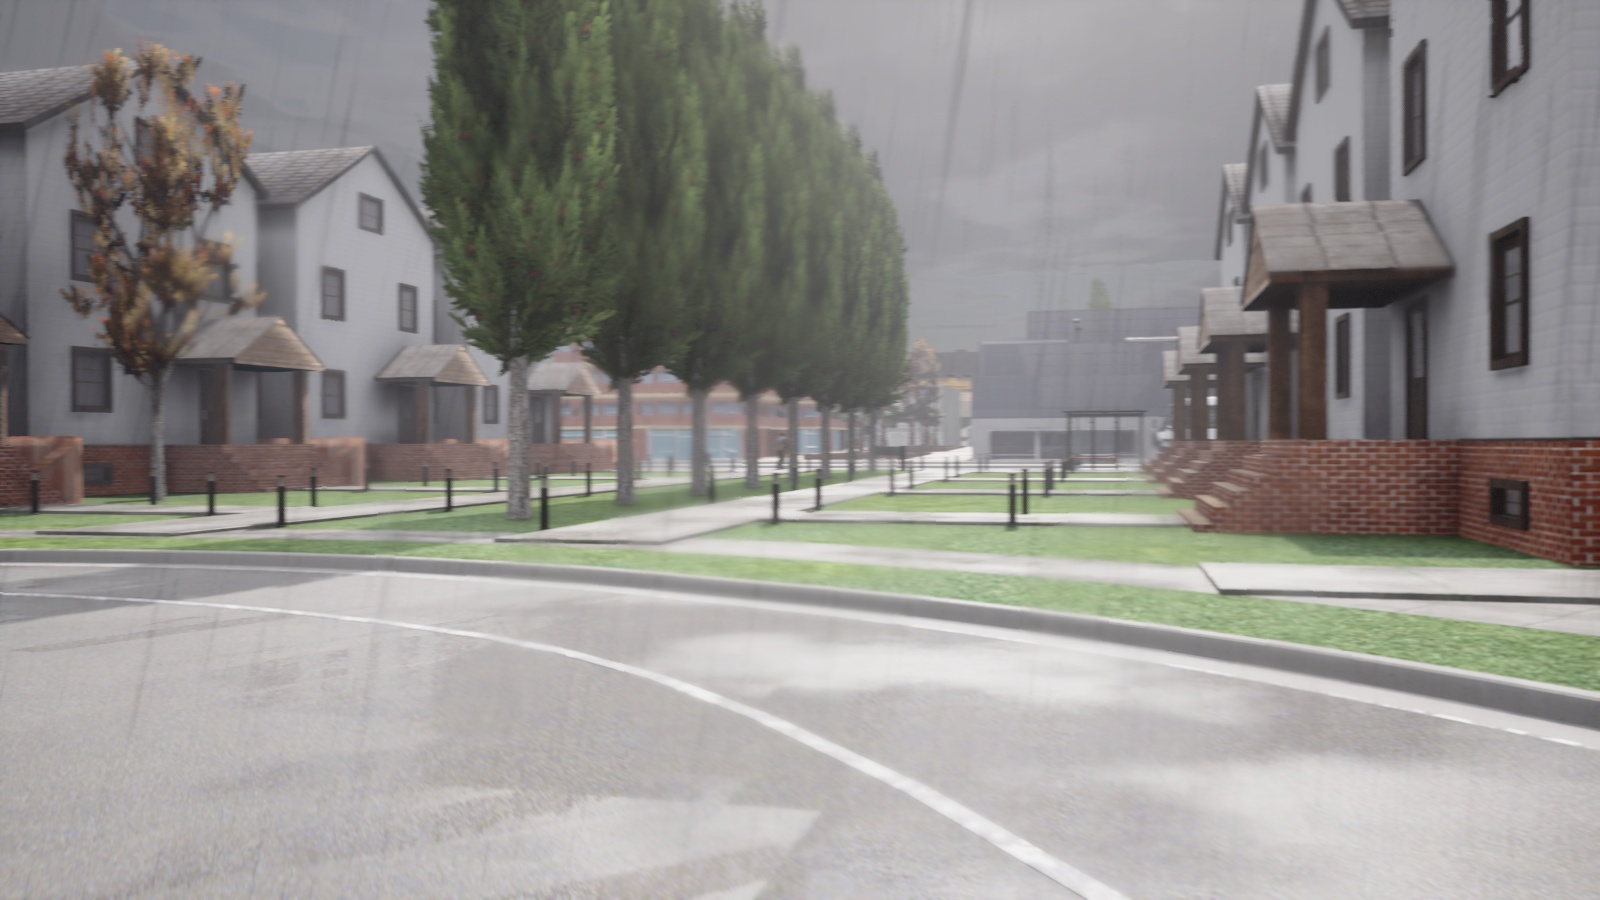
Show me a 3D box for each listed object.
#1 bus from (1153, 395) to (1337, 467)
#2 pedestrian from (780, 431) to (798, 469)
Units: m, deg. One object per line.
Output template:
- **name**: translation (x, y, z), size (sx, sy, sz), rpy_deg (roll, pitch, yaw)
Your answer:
- **bus**: translation (27.193, -1.131, 77.344), size (10.273, 4.253, 3.944), rpy_deg (0, 0, 11)
- **pedestrian**: translation (-0.526, 0.002, 61.264), size (0.694, 1.848, 0.540), rpy_deg (0, 0, -42)
